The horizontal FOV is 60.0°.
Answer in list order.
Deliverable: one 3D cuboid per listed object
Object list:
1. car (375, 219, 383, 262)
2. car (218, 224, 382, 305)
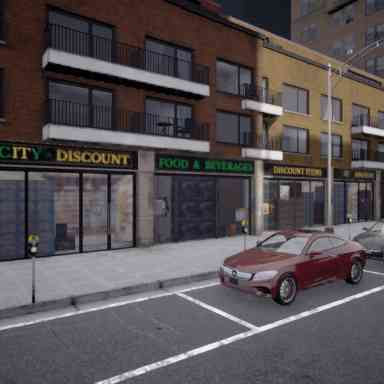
[{"bbox_3d":[7.051,1.551,11.202,4.403,1.369,2.008,0,0,-35],"label":"car"},{"bbox_3d":[2.554,1.582,8.002,4.206,1.307,1.802,0,0,-35],"label":"car"}]
